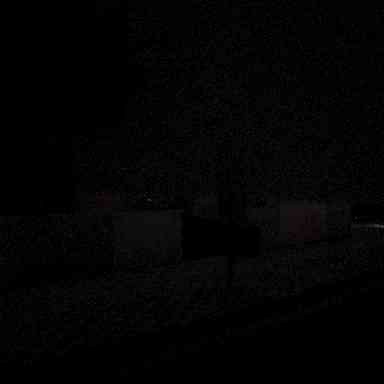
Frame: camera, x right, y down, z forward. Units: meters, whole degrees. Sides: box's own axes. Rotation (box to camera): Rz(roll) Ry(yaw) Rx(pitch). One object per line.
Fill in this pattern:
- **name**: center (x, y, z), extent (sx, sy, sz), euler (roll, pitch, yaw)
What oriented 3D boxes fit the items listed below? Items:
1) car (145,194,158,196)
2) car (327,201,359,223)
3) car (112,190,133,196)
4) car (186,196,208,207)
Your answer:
- **car**: center (-6.195, 1.023, 50.328), extent (2.033, 1.411, 5.357), euler (1, 0, -35)
- **car**: center (9.430, 1.381, 23.709), extent (1.812, 1.442, 4.674), euler (1, 1, -35)
- **car**: center (-10.918, 0.876, 52.076), extent (1.882, 1.535, 5.008), euler (1, 0, -36)
- **car**: center (0.944, 1.157, 35.510), extent (2.128, 1.511, 4.902), euler (1, 0, -36)
